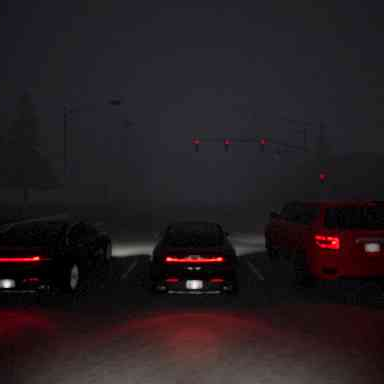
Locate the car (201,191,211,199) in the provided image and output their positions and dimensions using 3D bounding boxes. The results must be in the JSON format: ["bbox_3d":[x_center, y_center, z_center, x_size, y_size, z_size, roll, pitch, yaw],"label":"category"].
[{"bbox_3d":[3.492,0.817,82.064,2.097,1.767,4.553,0,0,0],"label":"car"}]

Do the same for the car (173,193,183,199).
[{"bbox_3d":[-3.508,0.986,82.094,1.812,1.442,4.674,0,0,0],"label":"car"}]

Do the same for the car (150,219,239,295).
[{"bbox_3d":[0.061,1.449,8.576,1.837,1.490,4.892,0,0,0],"label":"car"}]

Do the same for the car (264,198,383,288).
[{"bbox_3d":[3.565,1.162,9.222,2.150,2.045,5.566,0,0,0],"label":"car"}]

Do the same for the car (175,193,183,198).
[{"bbox_3d":[-3.509,0.833,92.127,1.895,1.301,4.718,0,0,0],"label":"car"}]

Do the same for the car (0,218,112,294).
[{"bbox_3d":[-3.439,1.448,8.628,1.837,1.490,4.892,0,0,0],"label":"car"}]

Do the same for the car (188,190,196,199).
[{"bbox_3d":[-0.008,0.989,81.678,2.128,1.511,4.902,0,0,0],"label":"car"}]

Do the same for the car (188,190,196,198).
[{"bbox_3d":[-0.009,0.463,92.125,2.150,2.045,5.566,0,0,0],"label":"car"}]

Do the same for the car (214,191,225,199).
[{"bbox_3d":[6.992,0.964,81.678,1.837,1.490,4.892,0,0,0],"label":"car"}]

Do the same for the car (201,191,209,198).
[{"bbox_3d":[3.491,0.593,92.066,2.097,1.767,4.553,0,0,0],"label":"car"}]
